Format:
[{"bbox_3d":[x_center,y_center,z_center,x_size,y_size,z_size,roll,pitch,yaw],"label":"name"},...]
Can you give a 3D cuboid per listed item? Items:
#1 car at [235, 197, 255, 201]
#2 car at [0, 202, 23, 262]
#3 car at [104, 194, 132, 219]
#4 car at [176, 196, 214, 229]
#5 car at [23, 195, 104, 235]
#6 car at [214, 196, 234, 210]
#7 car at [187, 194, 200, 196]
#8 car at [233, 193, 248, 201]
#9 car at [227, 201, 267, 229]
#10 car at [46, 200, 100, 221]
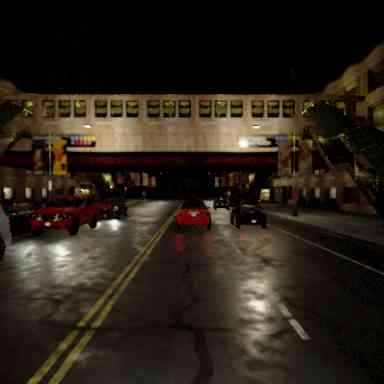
[{"bbox_3d":[6.731,1.587,39.664,1.895,1.301,4.718,0,0,0],"label":"car"},{"bbox_3d":[-7.055,1.220,8.750,2.150,2.045,5.566,0,0,1],"label":"car"},{"bbox_3d":[-7.023,1.347,29.180,2.097,1.767,4.553,0,0,1],"label":"car"},{"bbox_3d":[0.103,1.348,21.630,2.097,1.767,4.553,0,0,0],"label":"car"},{"bbox_3d":[-7.034,1.219,19.048,2.150,2.045,5.566,0,0,1],"label":"car"},{"bbox_3d":[3.647,1.540,41.949,2.033,1.411,5.357,0,0,1],"label":"car"},{"bbox_3d":[0.191,1.215,44.960,2.150,2.045,5.566,0,0,1],"label":"car"},{"bbox_3d":[6.686,1.220,47.060,2.435,2.045,5.566,0,0,0],"label":"car"},{"bbox_3d":[3.603,1.522,21.690,1.812,1.442,4.674,0,0,0],"label":"car"},{"bbox_3d":[-10.001,1.477,28.438,2.231,1.521,4.892,0,0,10],"label":"car"}]
